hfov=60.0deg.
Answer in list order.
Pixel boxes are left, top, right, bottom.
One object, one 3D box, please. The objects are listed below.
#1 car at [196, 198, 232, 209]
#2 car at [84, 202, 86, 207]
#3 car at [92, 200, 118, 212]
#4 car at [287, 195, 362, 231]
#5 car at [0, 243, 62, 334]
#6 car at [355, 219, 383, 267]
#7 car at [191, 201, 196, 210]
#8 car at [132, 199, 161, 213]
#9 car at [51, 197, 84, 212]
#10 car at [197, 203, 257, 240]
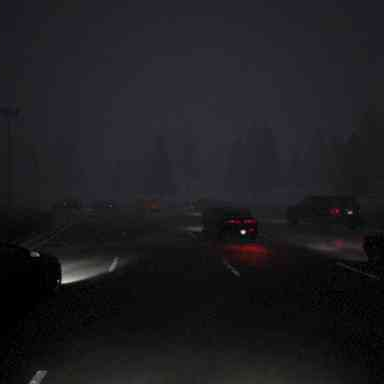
[{"bbox_3d":[2.383,1.492,28.632,2.128,1.511,4.902,0,0,-17],"label":"car"},{"bbox_3d":[-16.780,1.601,46.130,4.718,1.301,1.895,0,0,39],"label":"car"},{"bbox_3d":[-10.112,1.564,38.649,1.994,1.385,4.181,0,0,-33],"label":"car"},{"bbox_3d":[8.125,1.223,20.960,2.150,2.045,5.566,0,0,-13],"label":"car"},{"bbox_3d":[-3.807,1.564,5.835,1.994,1.385,4.181,0,0,-4],"label":"car"},{"bbox_3d":[6.550,1.601,8.556,1.895,1.301,4.718,0,0,-5],"label":"car"},{"bbox_3d":[1.560,1.478,40.265,1.882,1.535,5.008,0,0,-27],"label":"car"},{"bbox_3d":[-5.212,1.478,37.659,1.882,1.535,5.008,0,-1,-30],"label":"car"},{"bbox_3d":[-14.919,1.352,39.192,2.097,1.767,4.553,0,0,-39],"label":"car"},{"bbox_3d":[1.782,1.503,16.951,1.837,1.490,4.892,0,0,-11],"label":"car"}]
